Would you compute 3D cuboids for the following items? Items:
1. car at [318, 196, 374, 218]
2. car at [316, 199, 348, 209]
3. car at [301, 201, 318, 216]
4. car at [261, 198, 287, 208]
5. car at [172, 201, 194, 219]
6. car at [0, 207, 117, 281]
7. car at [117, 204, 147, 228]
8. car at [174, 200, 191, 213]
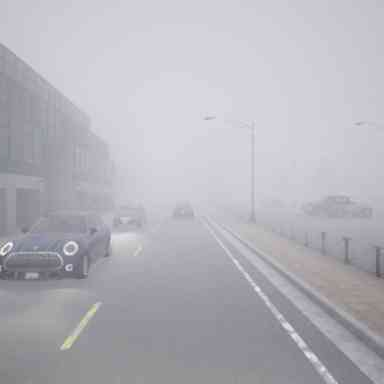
[{"bbox_3d":[13.322,1.268,28.599,3.866,1.878,1.905,0,0,-2],"label":"car"},{"bbox_3d":[19.885,1.691,47.320,3.806,1.475,1.970,0,0,-2],"label":"car"},{"bbox_3d":[12.819,1.307,31.490,4.605,1.855,1.932,0,0,-2],"label":"car"},{"bbox_3d":[12.375,1.700,50.067,3.633,1.501,1.845,0,0,-2],"label":"car"},{"bbox_3d":[-0.830,1.761,31.250,1.994,1.385,4.181,0,0,-2],"label":"car"},{"bbox_3d":[-3.878,1.417,10.165,2.097,1.767,4.553,0,0,-2],"label":"car"},{"bbox_3d":[-4.277,1.639,23.401,2.128,1.511,4.902,0,0,-2],"label":"car"},{"bbox_3d":[-1.196,1.816,42.680,2.033,1.411,5.357,0,0,-2],"label":"car"}]
